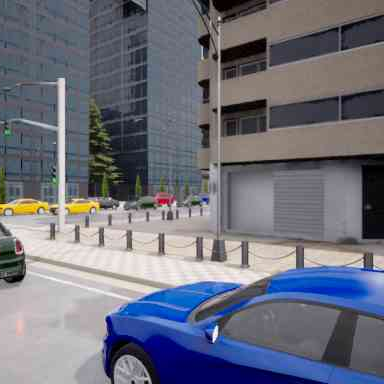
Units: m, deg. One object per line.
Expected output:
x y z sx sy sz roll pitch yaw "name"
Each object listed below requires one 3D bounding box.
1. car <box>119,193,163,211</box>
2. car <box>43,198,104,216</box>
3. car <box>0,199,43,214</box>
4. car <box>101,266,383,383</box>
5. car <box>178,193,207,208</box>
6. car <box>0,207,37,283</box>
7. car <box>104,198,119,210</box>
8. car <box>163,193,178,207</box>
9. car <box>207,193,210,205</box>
-6.111 1.296 40.092 2.097 1.767 4.553 0 0 36 "car"
-11.484 1.422 32.675 1.882 1.535 5.008 0 0 36 "car"
-16.340 1.422 31.948 1.882 1.535 5.008 0 0 36 "car"
1.254 1.478 3.097 5.008 1.535 1.882 0 0 36 "car"
-0.300 1.296 48.098 2.097 1.767 4.553 0 0 36 "car"
-6.240 1.352 8.441 4.553 1.767 2.097 0 0 36 "car"
-10.823 1.436 39.554 2.128 1.511 4.902 0 0 36 "car"
-4.908 1.166 47.716 2.150 2.045 5.566 0 0 35 "car"
1.119 1.166 55.982 2.150 2.045 5.566 0 0 36 "car"
